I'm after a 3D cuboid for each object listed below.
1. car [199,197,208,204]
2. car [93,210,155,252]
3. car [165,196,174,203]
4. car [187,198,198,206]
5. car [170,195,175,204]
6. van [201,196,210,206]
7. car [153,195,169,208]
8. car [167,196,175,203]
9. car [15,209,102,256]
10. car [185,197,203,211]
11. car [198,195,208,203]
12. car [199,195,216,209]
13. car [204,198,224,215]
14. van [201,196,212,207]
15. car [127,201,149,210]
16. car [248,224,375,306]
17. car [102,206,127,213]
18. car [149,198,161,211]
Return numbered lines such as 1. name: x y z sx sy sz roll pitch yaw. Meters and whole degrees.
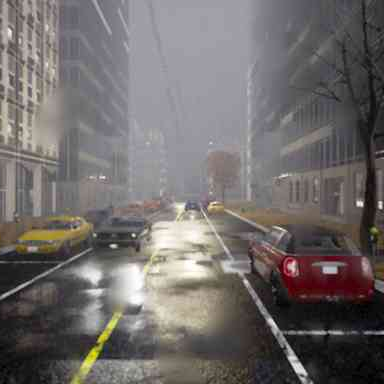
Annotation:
1. car: 2.552 1.897 74.857 1.752 1.417 4.829 0 0 0
2. car: -2.849 1.676 14.321 1.895 1.301 4.718 0 0 0
3. car: -5.329 1.837 80.234 1.967 1.590 4.097 0 0 0
4. car: 0.090 1.878 62.987 1.994 1.385 4.181 0 0 0
5. car: -5.329 1.686 74.687 2.192 1.841 5.009 0 0 0
6. van: 2.554 1.660 63.593 1.690 1.788 3.998 0 0 0
7. car: -5.325 1.580 52.497 2.192 1.841 5.009 0 0 0
8. car: -5.421 1.862 85.777 1.967 1.590 4.097 0 0 0
9. car: -5.318 1.596 13.494 1.752 1.417 4.829 0 0 0
10. car: 0.092 1.791 44.632 1.994 1.385 4.181 0 0 0
11. car: 2.551 1.712 80.236 2.192 1.841 5.009 0 0 0
12. car: 2.561 1.554 46.949 2.192 1.841 5.009 0 0 0
13. car: 2.558 1.710 36.026 1.752 1.417 4.829 0 0 0
14. van: 2.555 1.633 58.046 1.690 1.788 3.998 0 0 0
15. car: -5.321 1.738 30.307 1.802 1.307 4.206 0 0 0
16. car: 2.563 1.483 8.119 1.967 1.590 4.097 0 0 0
17. car: -5.319 1.666 19.211 1.947 1.339 4.313 0 0 0
18. car: -5.323 1.756 41.402 1.887 1.381 4.507 0 0 0
